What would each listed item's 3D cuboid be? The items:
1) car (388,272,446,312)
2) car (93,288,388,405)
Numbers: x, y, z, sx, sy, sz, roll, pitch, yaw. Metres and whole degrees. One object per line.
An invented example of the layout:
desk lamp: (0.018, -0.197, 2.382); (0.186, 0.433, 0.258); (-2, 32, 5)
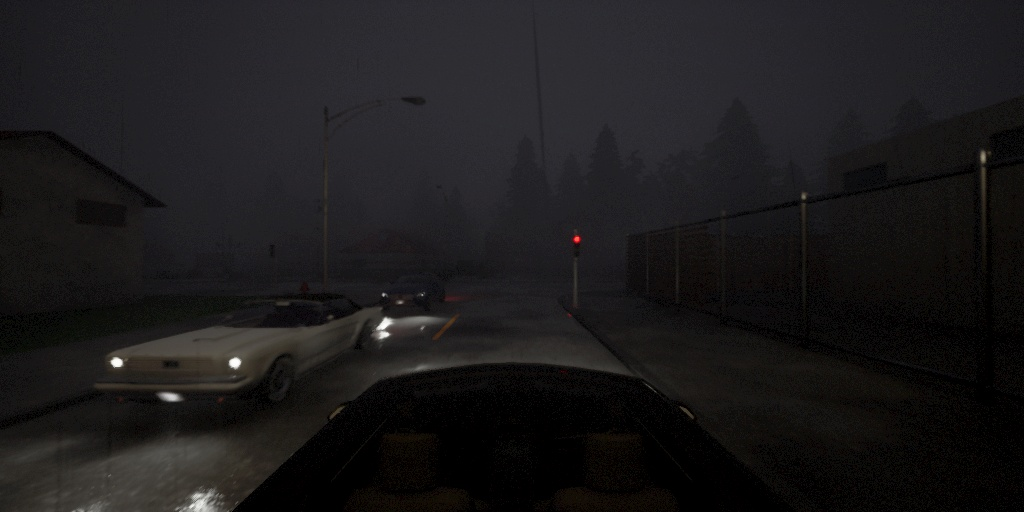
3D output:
car: (-4.001, 1.413, 15.192); (1.812, 1.442, 4.674); (0, -1, 0)
car: (-4.077, 1.401, 6.498); (1.895, 1.301, 4.718); (0, -1, 0)
